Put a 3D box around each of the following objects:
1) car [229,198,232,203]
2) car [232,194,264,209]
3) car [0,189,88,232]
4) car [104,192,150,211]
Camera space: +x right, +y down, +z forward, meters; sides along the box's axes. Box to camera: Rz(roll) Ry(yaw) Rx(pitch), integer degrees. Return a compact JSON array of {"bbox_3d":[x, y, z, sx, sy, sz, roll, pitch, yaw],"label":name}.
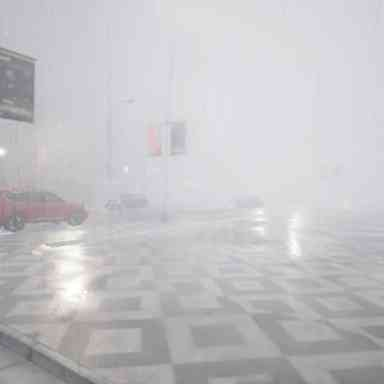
[{"bbox_3d":[7.350,1.058,50.545,1.994,1.385,4.181,2,1,36],"label":"car"},{"bbox_3d":[6.824,1.202,38.584,1.994,1.385,4.181,2,1,36],"label":"car"},{"bbox_3d":[-8.238,0.882,17.501,2.150,2.045,5.566,2,1,36],"label":"car"},{"bbox_3d":[-6.141,0.845,31.782,2.097,1.767,4.553,2,1,36],"label":"car"}]
